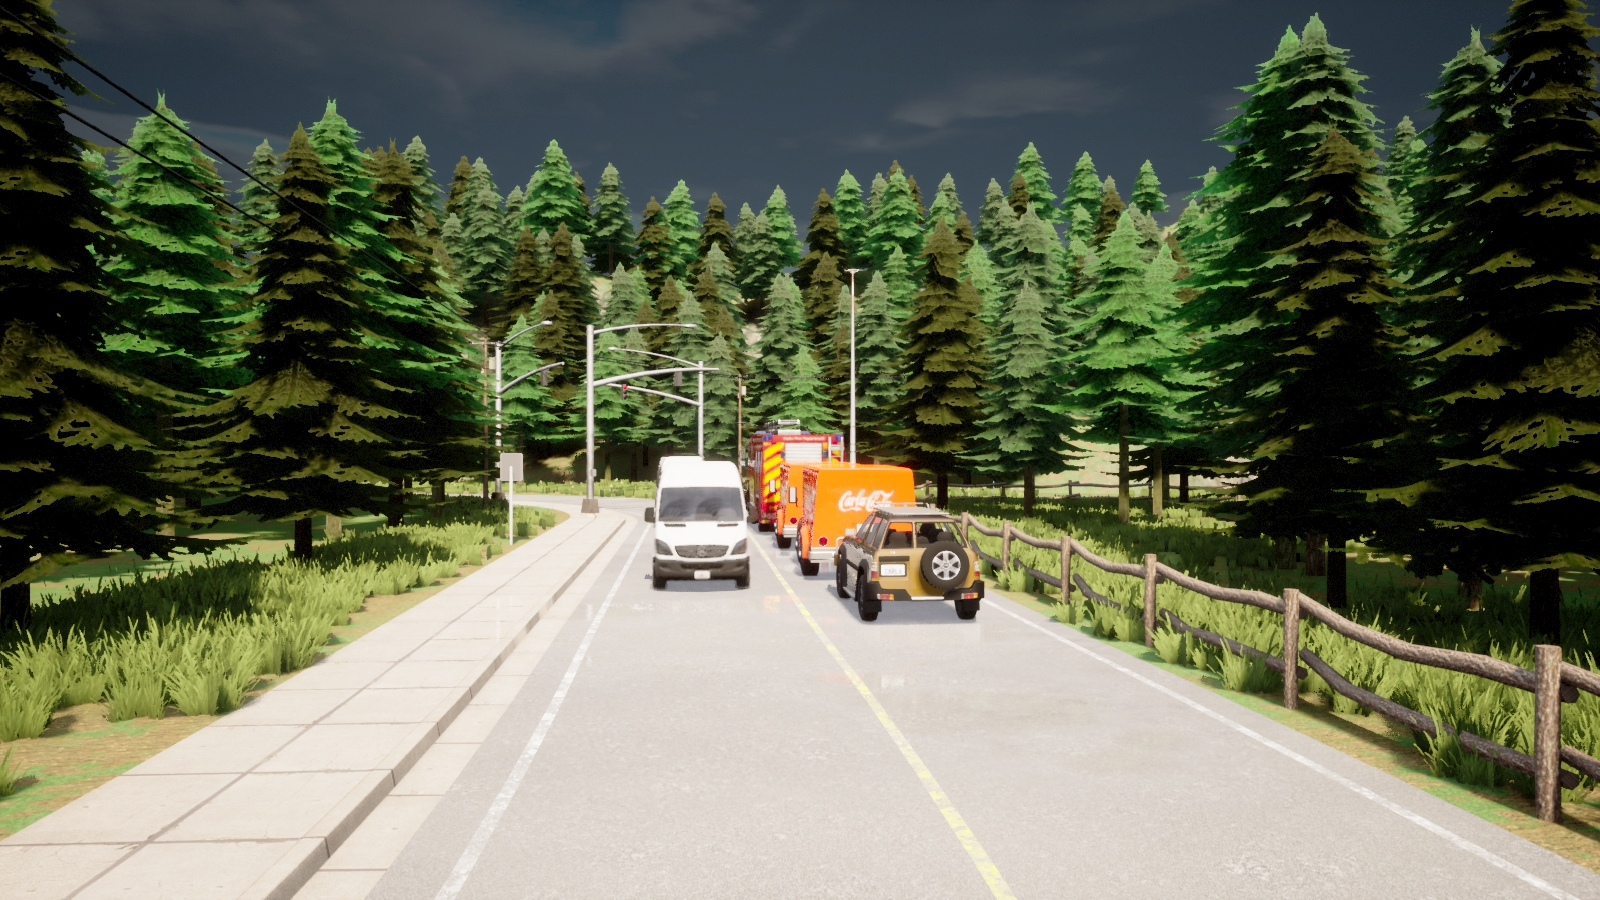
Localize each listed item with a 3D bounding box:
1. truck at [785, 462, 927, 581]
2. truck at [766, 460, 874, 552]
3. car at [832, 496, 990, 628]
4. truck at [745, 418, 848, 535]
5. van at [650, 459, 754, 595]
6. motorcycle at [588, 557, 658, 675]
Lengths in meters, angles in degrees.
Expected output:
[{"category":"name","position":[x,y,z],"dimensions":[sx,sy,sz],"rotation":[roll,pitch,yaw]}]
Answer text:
[{"category":"truck","position":[1.162,1.541,26.858],"dimensions":[2.627,2.467,5.204],"rotation":[0,0,-5]},{"category":"truck","position":[0.486,1.541,33.943],"dimensions":[2.627,2.467,5.204],"rotation":[0,0,-6]},{"category":"car","position":[1.810,1.837,20.127],"dimensions":[1.932,1.855,4.605],"rotation":[0,0,-5]},{"category":"truck","position":[-0.322,0.864,41.724],"dimensions":[2.891,3.827,8.468],"rotation":[0,0,-6]},{"category":"van","position":[-2.181,1.507,25.030],"dimensions":[1.988,2.561,5.915],"rotation":[0,0,-6]},{"category":"motorcycle","position":[-2.350,2.178,15.387],"dimensions":[0.867,1.251,2.209],"rotation":[0,0,-7]}]
